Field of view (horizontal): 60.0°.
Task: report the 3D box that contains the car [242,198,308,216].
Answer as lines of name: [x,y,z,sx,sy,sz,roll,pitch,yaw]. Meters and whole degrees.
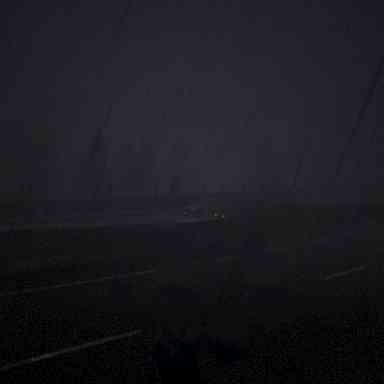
car: [5.517,1.265,21.026,4.181,1.385,1.994,-2,1,-36]

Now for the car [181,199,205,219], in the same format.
car: [1.295,1.234,26.610,4.674,1.442,1.812,-3,1,-36]

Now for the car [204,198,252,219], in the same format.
car: [3.556,1.202,23.927,4.892,1.490,1.837,-3,2,-36]
